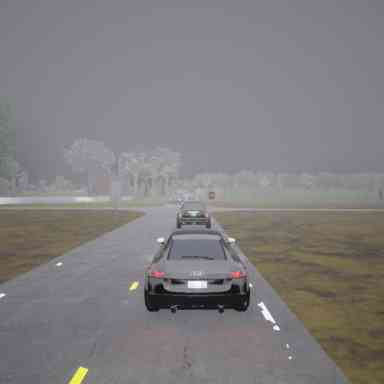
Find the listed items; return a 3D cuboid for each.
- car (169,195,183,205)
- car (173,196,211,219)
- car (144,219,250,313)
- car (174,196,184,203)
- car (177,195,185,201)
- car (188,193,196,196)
[{"bbox_3d":[-2.845,1.326,58.015,2.097,1.767,4.553,0,0,0],"label":"car"},{"bbox_3d":[0.095,1.354,22.004,2.097,1.767,4.553,0,0,0],"label":"car"},{"bbox_3d":[0.098,1.566,7.740,1.994,1.385,4.181,0,0,0],"label":"car"},{"bbox_3d":[-2.768,1.509,70.383,1.994,1.385,4.181,0,0,0],"label":"car"},{"bbox_3d":[-2.773,1.487,84.006,1.994,1.385,4.181,0,0,0],"label":"car"},{"bbox_3d":[-0.024,1.466,90.373,1.994,1.385,4.181,0,0,0],"label":"car"}]
